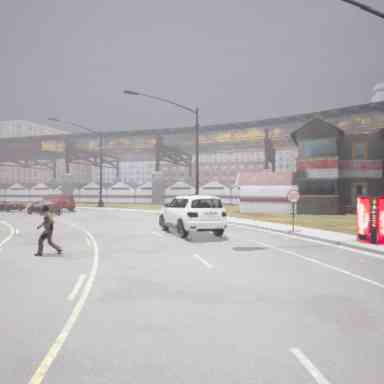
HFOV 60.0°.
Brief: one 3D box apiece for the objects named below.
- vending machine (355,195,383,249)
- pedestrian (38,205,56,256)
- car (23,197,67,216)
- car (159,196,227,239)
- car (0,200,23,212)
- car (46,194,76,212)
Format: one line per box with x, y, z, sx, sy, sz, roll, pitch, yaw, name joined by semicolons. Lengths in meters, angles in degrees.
7.509;1.195;13.697;1.100;2.100;0.880;0;0;-15;vending machine
-5.046;1.294;11.567;0.375;1.860;0.375;0;0;-16;pedestrian
-14.501;1.526;32.705;4.674;1.442;1.812;0;0;42;car
-0.094;1.221;17.824;2.150;2.045;5.566;0;0;-21;car
-21.468;1.601;38.450;4.718;1.301;1.895;0;0;26;car
-15.576;1.222;38.001;5.566;2.045;2.150;0;0;38;car
